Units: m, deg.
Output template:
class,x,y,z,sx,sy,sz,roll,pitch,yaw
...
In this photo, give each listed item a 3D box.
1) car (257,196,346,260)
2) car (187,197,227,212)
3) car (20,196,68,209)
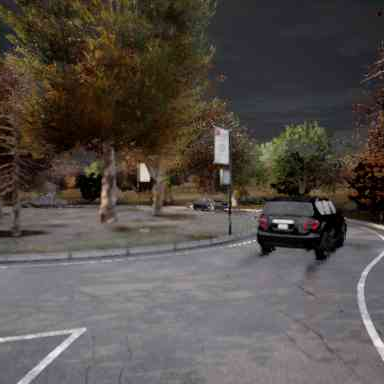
class,x,y,z,sx,sy,sz,roll,pitch,yaw
car,4.335,1.175,12.684,2.150,2.045,5.566,0,0,33
car,1.561,1.322,36.606,4.902,1.511,2.128,0,0,40
car,-16.950,1.138,37.779,5.357,1.411,2.033,1,0,-31
